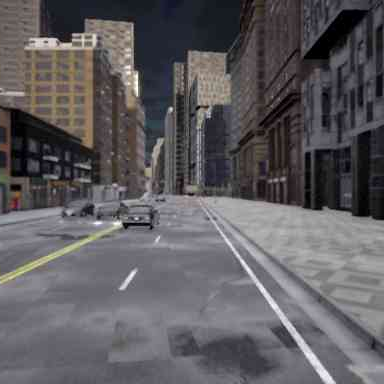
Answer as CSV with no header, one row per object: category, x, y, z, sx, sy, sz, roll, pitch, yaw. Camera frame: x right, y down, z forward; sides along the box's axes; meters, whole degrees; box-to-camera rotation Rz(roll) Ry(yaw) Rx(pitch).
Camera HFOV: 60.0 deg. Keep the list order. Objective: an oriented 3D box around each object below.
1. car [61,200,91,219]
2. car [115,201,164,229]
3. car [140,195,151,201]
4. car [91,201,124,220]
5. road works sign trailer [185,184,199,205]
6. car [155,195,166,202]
car,-9.836,1.491,29.114,2.128,1.511,4.902,0,0,0
car,-3.150,1.547,21.349,2.033,1.411,5.357,0,0,0
car,-9.750,1.380,69.570,1.812,1.442,4.674,0,0,0
car,-6.591,1.507,27.878,1.837,1.490,4.892,0,0,0
road works sign trailer,0.015,0.467,57.599,2.380,3.560,2.880,0,0,0
car,-6.498,1.445,68.527,1.882,1.535,5.008,0,0,0
